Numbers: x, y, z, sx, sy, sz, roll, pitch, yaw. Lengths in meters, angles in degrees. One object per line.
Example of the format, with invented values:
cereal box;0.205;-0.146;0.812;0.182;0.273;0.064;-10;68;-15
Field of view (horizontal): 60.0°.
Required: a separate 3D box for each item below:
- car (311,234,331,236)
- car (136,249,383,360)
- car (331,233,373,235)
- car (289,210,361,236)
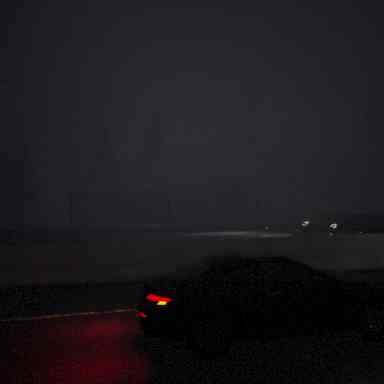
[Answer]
car;10.615;2.153;21.841;4.553;1.767;2.097;-1;-3;-7
car;1.359;1.784;6.004;4.674;1.442;1.812;0;-3;-11
car;10.704;2.134;18.327;4.902;1.511;2.128;-1;-3;-7
car;10.030;2.317;25.287;4.553;1.767;2.097;-1;-3;-7
